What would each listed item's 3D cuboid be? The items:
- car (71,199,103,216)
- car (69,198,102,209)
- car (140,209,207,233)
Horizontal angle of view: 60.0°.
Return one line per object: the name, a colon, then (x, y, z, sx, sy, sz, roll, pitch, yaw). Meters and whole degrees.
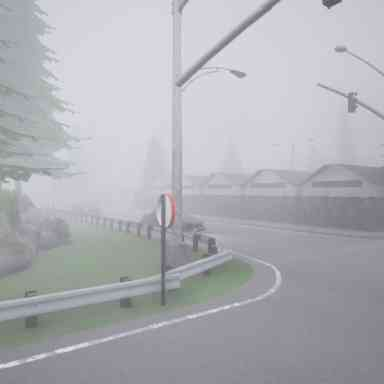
car: (-11.041, 1.739, 34.616, 2.033, 1.411, 5.357, 0, 0, -35)
car: (-16.112, 1.725, 50.694, 2.033, 1.411, 5.357, 0, 0, 18)
car: (-1.327, 1.739, 20.642, 2.033, 1.411, 5.357, 0, 0, -35)
